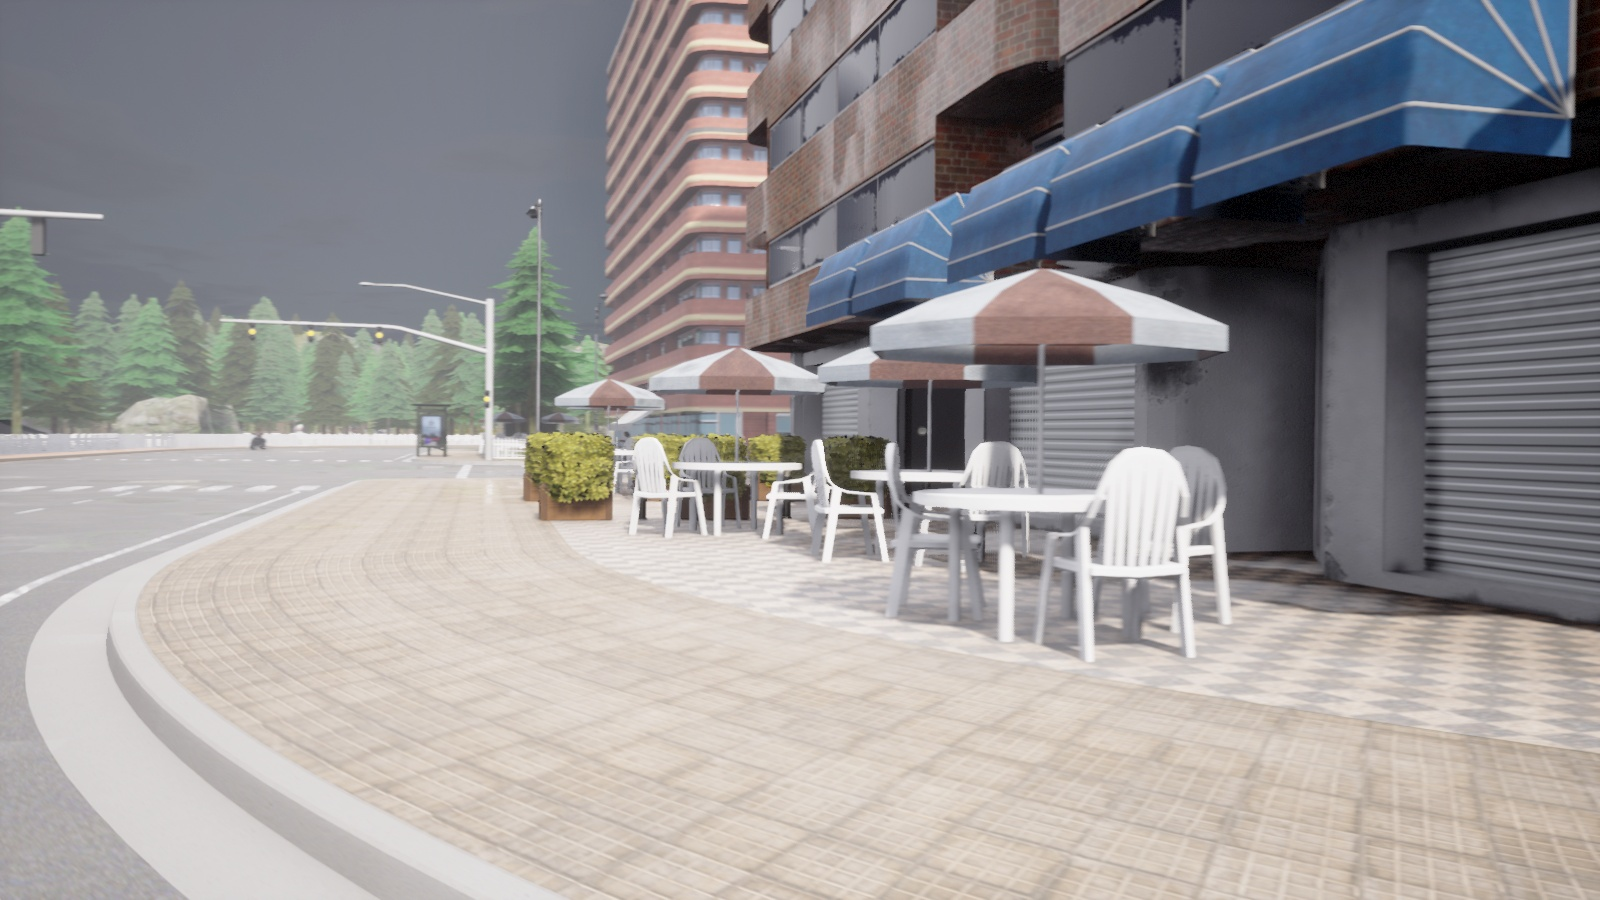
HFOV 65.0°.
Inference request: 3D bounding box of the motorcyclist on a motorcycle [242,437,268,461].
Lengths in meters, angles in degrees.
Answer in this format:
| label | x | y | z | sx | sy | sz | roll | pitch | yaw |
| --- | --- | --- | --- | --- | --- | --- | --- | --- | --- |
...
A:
| label | x | y | z | sx | sy | sz | roll | pitch | yaw |
| --- | --- | --- | --- | --- | --- | --- | --- | --- | --- |
| motorcyclist on a motorcycle | -38.411 | -0.090 | 88.551 | 0.766 | 1.649 | 2.350 | 0 | 1 | 0 |
